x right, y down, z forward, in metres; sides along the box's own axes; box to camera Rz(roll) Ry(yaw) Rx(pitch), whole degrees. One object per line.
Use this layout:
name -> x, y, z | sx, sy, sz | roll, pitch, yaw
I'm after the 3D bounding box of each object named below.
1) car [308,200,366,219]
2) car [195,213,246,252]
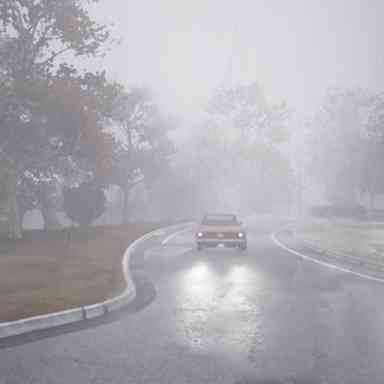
car -> 12.547, 1.447, 28.893 | 5.008, 1.535, 1.882 | 0, -1, -13
car -> 1.141, 1.591, 13.947 | 1.895, 1.301, 4.718 | 0, 0, 4
